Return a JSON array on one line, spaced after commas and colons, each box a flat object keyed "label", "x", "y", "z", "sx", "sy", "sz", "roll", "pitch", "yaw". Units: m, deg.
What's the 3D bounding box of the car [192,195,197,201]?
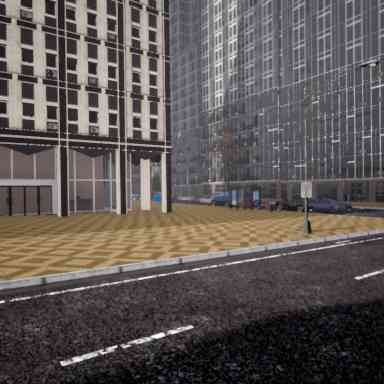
[{"label": "car", "x": 1.697, "y": 1.036, "z": 63.426, "sx": 1.802, "sy": 1.307, "sz": 4.206, "roll": -1, "pitch": 1, "yaw": -34}]

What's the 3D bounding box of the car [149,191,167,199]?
[{"label": "car", "x": -7.936, "y": 0.607, "z": 77.493, "sx": 2.192, "sy": 1.841, "sz": 5.009, "roll": -1, "pitch": 1, "yaw": -34}]

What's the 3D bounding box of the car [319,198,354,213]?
[{"label": "car", "x": 14.068, "y": 1.373, "z": 35.095, "sx": 2.033, "sy": 1.411, "sz": 5.357, "roll": -1, "pitch": 1, "yaw": -34}]

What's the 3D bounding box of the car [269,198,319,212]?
[{"label": "car", "x": 10.728, "y": 1.418, "z": 35.171, "sx": 1.947, "sy": 1.339, "sz": 4.313, "roll": -1, "pitch": 1, "yaw": -34}]

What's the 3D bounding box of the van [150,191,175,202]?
[{"label": "van", "x": -5.218, "y": 0.931, "z": 58.691, "sx": 1.690, "sy": 1.788, "sz": 3.998, "roll": -1, "pitch": 1, "yaw": -34}]

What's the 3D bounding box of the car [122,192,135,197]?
[{"label": "car", "x": -17.568, "y": 0.680, "z": 91.564, "sx": 2.008, "sy": 1.369, "sz": 4.403, "roll": 0, "pitch": 1, "yaw": -34}]

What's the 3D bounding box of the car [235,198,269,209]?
[{"label": "car", "x": 7.531, "y": 1.383, "z": 39.873, "sx": 1.802, "sy": 1.307, "sz": 4.206, "roll": -1, "pitch": 1, "yaw": -34}]

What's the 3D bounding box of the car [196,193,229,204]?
[{"label": "car", "x": 3.199, "y": 1.252, "z": 50.986, "sx": 1.895, "sy": 1.301, "sz": 4.718, "roll": -1, "pitch": 1, "yaw": -34}]

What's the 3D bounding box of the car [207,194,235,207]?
[{"label": "car", "x": 4.369, "y": 1.314, "z": 44.595, "sx": 1.947, "sy": 1.339, "sz": 4.313, "roll": -1, "pitch": 1, "yaw": -34}]

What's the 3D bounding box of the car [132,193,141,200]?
[{"label": "car", "x": -11.640, "y": 1.033, "z": 68.073, "sx": 2.008, "sy": 1.369, "sz": 4.403, "roll": 0, "pitch": 1, "yaw": -34}]

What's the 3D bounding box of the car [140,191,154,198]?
[{"label": "car", "x": -11.147, "y": 0.678, "z": 82.183, "sx": 1.967, "sy": 1.590, "sz": 4.097, "roll": -1, "pitch": 1, "yaw": -34}]

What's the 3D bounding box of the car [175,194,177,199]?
[{"label": "car", "x": -4.725, "y": 0.928, "z": 72.806, "sx": 1.802, "sy": 1.307, "sz": 4.206, "roll": -1, "pitch": 1, "yaw": -34}]
